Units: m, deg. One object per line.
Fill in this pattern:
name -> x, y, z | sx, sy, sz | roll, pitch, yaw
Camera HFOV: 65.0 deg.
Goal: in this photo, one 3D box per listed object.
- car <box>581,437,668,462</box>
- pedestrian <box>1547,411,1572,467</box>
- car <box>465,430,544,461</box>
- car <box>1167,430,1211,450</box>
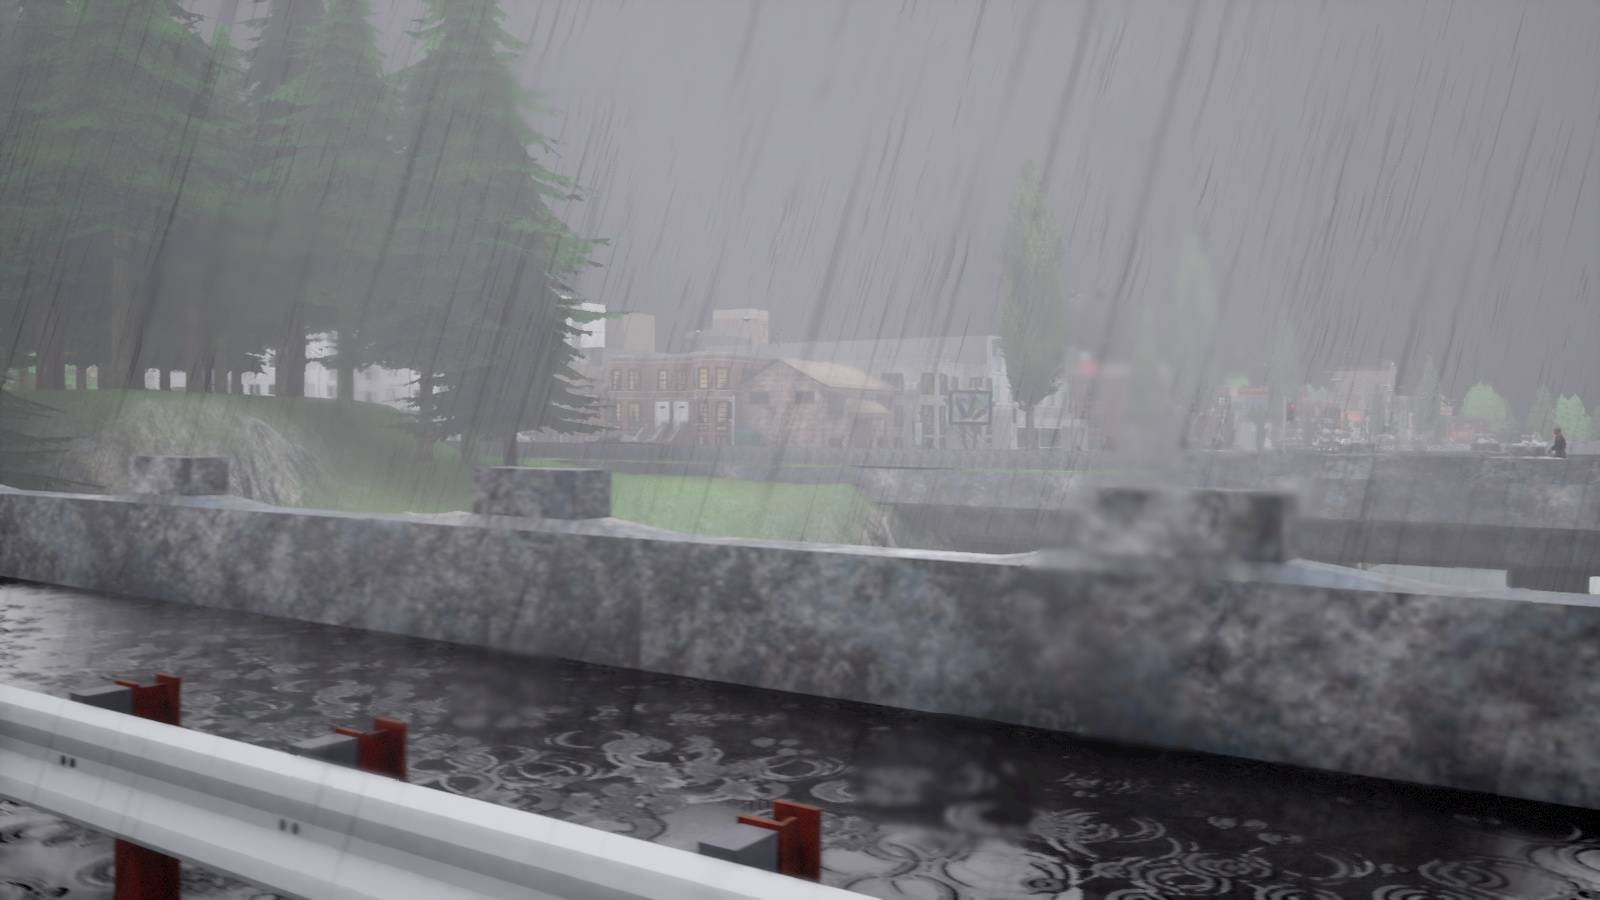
car -> -9.841, -0.038, 70.256 | 4.718, 1.301, 1.895 | 0, 1, 34
pedestrian -> 25.633, -0.369, 42.375 | 0.720, 1.854, 0.376 | 0, 1, 34
car -> -17.787, -0.280, 75.543 | 4.553, 1.767, 2.097 | 0, 1, 34
car -> 29.203, -0.755, 94.186 | 1.994, 1.385, 4.181 | 0, 1, 34
